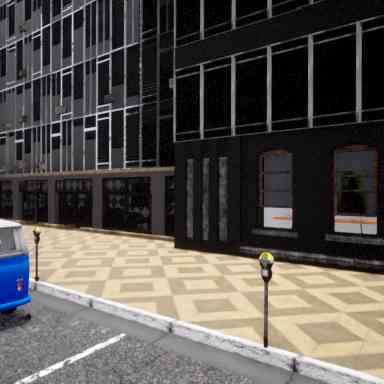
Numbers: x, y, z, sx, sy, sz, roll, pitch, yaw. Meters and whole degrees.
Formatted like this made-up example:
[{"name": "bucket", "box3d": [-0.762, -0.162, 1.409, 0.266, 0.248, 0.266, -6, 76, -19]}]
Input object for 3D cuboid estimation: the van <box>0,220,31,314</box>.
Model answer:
[{"name": "van", "box3d": [-4.728, 1.340, 6.260, 3.998, 1.788, 1.690, 0, 0, 36]}]
